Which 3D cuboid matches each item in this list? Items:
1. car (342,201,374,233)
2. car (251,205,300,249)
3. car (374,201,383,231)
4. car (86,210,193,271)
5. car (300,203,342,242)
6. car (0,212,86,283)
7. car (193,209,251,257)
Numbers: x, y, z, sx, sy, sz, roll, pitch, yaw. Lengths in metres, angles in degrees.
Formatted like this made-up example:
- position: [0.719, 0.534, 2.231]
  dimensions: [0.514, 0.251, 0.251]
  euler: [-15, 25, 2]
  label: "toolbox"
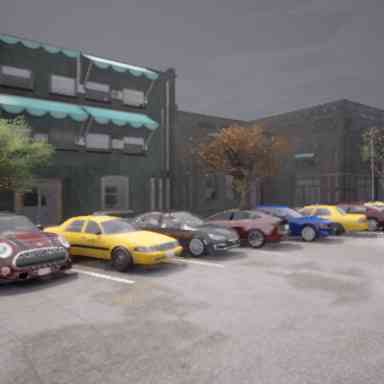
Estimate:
- position: [6.518, 1.408, 17.954]
  dimensions: [5.366, 1.575, 1.946]
  euler: [-1, 0, 35]
  label: "car"
- position: [1.827, 1.468, 14.435]
  dimensions: [4.792, 1.488, 2.163]
  euler: [-1, 0, 35]
  label: "car"
- position: [9.088, 1.393, 19.574]
  dimensions: [5.008, 1.535, 2.097]
  euler: [-1, 0, 34]
  label: "car"
- position: [-2.812, 1.462, 10.895]
  dimensions: [5.366, 1.575, 1.946]
  euler: [-1, -1, 35]
  label: "car"
- position: [4.259, 1.423, 16.133]
  dimensions: [5.008, 1.535, 2.097]
  euler: [-1, -1, 35]
  label: "car"
- position: [-5.404, 1.358, 9.298]
  dimensions: [4.553, 1.767, 2.185]
  euler: [-1, -1, 35]
  label: "car"
- position: [-0.563, 1.454, 12.707]
  dimensions: [4.892, 1.521, 2.231]
  euler: [-1, -1, 35]
  label: "car"
